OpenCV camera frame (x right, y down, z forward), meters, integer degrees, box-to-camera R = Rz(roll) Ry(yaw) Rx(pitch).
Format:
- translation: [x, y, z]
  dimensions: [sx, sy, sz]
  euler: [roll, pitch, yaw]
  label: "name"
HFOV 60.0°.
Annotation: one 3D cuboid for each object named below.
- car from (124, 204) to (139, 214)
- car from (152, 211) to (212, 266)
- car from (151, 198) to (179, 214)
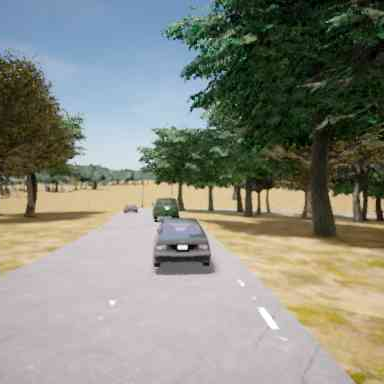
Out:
- translation: [-8.674, 2.351, 47.393]
  dimensions: [1.994, 1.385, 4.181]
  euler: [0, -2, -10]
  label: "car"
- translation: [-0.419, 1.641, 11.986]
  dimensions: [2.033, 1.411, 5.357]
  euler: [0, 0, -3]
  label: "car"
- translation: [-2.491, 1.558, 30.543]
  dimensions: [2.150, 2.045, 5.566]
  euler: [0, -1, -9]
  label: "car"
